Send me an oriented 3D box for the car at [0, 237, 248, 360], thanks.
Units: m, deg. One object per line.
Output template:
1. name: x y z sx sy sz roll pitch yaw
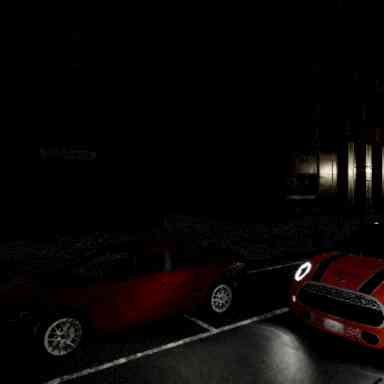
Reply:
1. car: -1.002 1.545 5.931 4.507 1.381 1.887 0 0 -35

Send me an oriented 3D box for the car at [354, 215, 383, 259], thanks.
1. car: 8.188 1.571 12.461 4.313 1.339 1.947 0 0 -35

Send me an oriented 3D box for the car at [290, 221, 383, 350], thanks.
1. car: 3.889 1.354 6.138 4.553 1.767 2.097 0 0 -35
